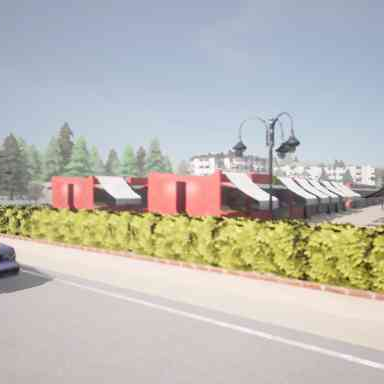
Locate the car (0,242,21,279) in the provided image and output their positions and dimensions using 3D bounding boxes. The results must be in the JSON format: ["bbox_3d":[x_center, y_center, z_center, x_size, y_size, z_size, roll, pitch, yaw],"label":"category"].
[{"bbox_3d":[-6.519,1.527,8.569,5.357,1.411,2.033,0,0,36],"label":"car"}]
